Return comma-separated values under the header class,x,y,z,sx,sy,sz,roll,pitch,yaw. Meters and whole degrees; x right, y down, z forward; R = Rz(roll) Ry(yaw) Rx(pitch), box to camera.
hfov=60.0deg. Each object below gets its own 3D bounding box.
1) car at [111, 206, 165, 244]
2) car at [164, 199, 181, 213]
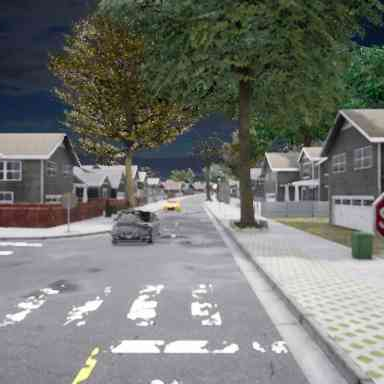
class,x,y,z,sx,sy,sz,roll,pitch,yaw
car,-2.611,1.640,16.351,1.837,1.490,4.892,0,0,1
car,-2.384,1.656,40.611,1.882,1.535,5.008,0,0,1
